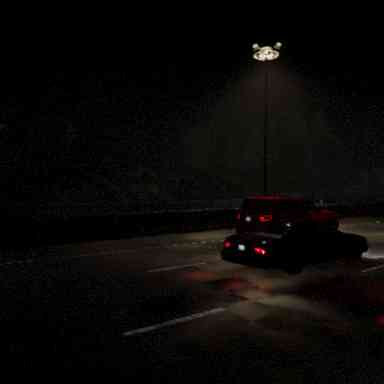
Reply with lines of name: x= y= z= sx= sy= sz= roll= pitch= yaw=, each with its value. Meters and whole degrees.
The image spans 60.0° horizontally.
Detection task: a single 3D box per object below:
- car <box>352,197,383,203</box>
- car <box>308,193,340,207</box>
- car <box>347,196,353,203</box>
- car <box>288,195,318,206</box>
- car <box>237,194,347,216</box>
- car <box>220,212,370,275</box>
car: x=22.901 y=1.332 z=41.785 sx=5.357 sy=1.411 sz=2.033 roll=-1 pitch=1 yaw=-35
car: x=18.951 y=1.133 z=47.554 sx=4.553 sy=1.767 sz=2.097 roll=-1 pitch=1 yaw=-35
car: x=20.869 y=1.309 z=44.629 sx=4.674 sy=1.442 sz=1.812 roll=-1 pitch=1 yaw=-35
car: x=16.795 y=1.288 z=50.313 sx=4.892 sy=1.490 sz=1.837 roll=-1 pitch=1 yaw=-35
car: x=4.582 y=1.231 z=15.621 sx=5.566 sy=2.045 sz=2.150 roll=0 pitch=0 yaw=-35
car: x=3.409 y=1.563 z=10.514 sx=5.357 sy=1.411 sz=2.033 roll=0 pitch=0 yaw=-35
